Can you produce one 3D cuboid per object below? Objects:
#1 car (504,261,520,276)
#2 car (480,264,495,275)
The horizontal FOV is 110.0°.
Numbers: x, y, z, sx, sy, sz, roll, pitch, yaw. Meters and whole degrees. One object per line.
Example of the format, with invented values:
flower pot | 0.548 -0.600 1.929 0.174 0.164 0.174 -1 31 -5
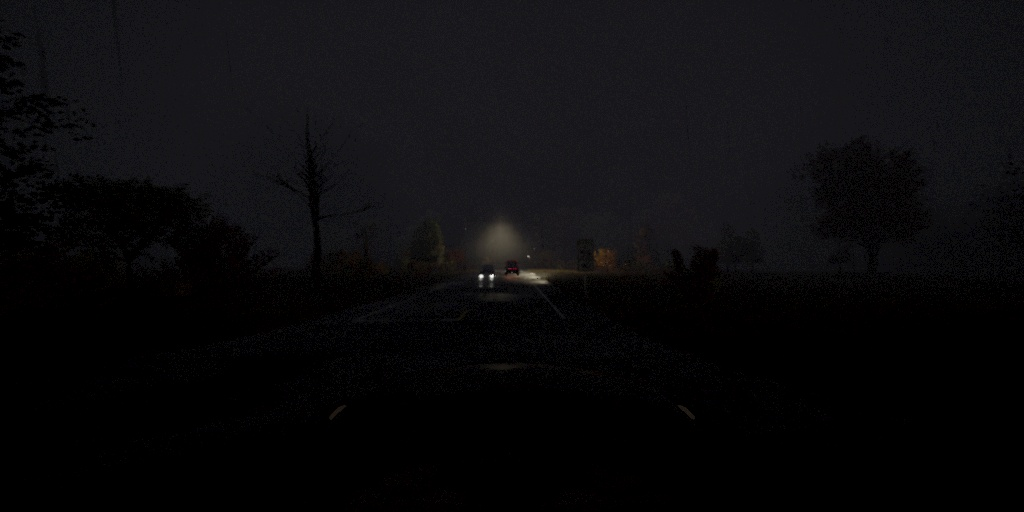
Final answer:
car | 0.011 1.799 47.077 1.837 1.490 4.892 -1 -1 0
car | -3.487 1.919 52.081 1.812 1.442 4.674 -1 -1 0
